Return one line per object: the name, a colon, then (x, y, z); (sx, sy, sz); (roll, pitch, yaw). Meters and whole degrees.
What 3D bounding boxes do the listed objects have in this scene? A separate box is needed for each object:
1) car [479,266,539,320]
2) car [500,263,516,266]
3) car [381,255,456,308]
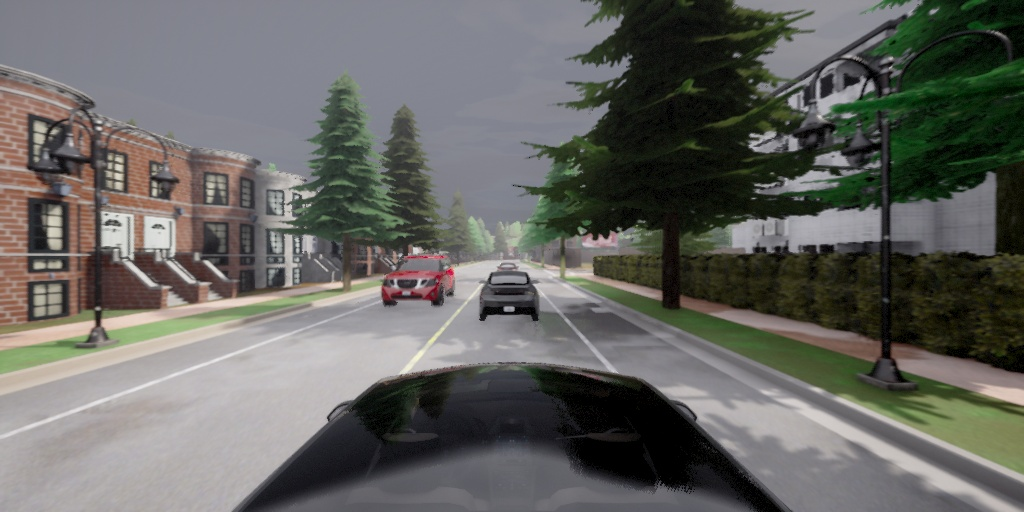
car: (-0.108, 1.255, 12.565); (1.837, 1.490, 4.892); (0, 0, -1)
car: (-0.353, 1.276, 30.494); (1.812, 1.442, 4.674); (0, 0, -1)
car: (-3.832, 0.975, 15.688); (2.150, 2.045, 5.566); (0, 0, -1)
